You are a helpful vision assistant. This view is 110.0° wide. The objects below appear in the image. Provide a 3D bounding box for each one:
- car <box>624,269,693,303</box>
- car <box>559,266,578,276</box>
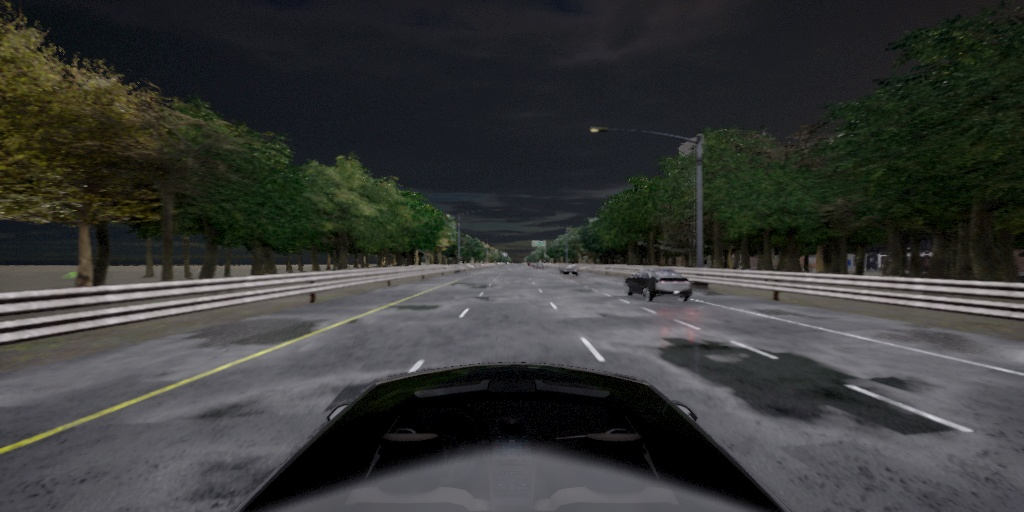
[{"bbox_3d":[7.015,1.369,17.715,2.128,1.511,4.902,0,-1,0],"label":"car"},{"bbox_3d":[7.104,1.861,45.711,1.895,1.301,4.718,0,-1,0],"label":"car"}]
